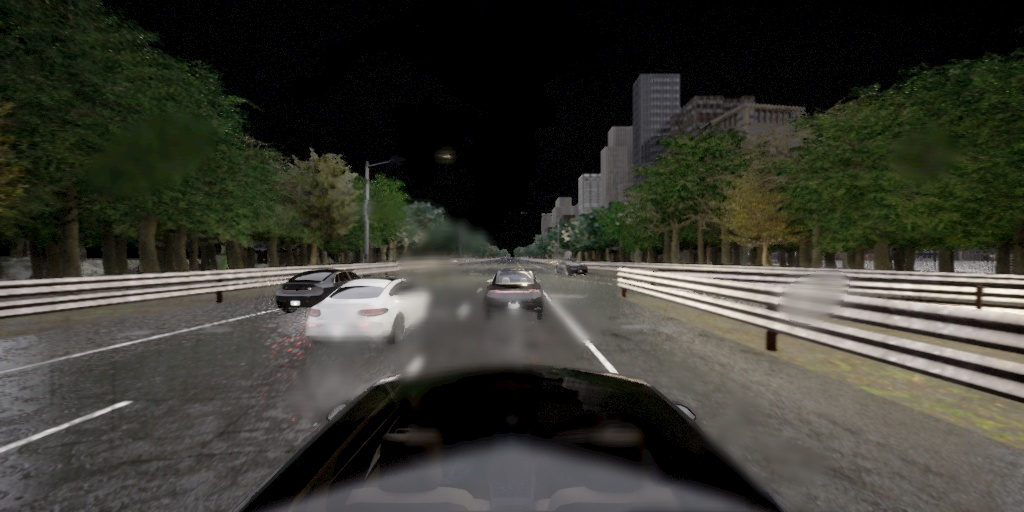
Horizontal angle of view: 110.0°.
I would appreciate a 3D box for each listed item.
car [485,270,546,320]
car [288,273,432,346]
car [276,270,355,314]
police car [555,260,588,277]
[{"bbox_3d":[0.098,1.242,12.614,2.128,1.511,4.902,0,0,0],"label":"car"},{"bbox_3d":[-3.404,1.275,9.313,1.812,1.442,4.674,0,0,0],"label":"car"},{"bbox_3d":[-6.900,1.256,13.839,1.837,1.490,4.892,0,0,0],"label":"car"},{"bbox_3d":[5.918,1.243,36.586,1.930,1.638,5.238,0,0,-14],"label":"police car"}]
